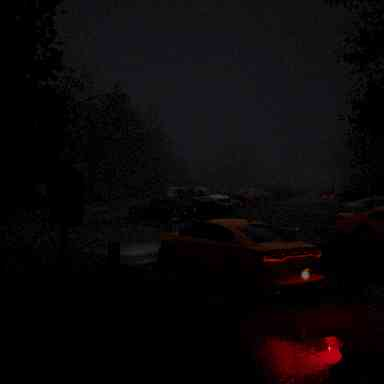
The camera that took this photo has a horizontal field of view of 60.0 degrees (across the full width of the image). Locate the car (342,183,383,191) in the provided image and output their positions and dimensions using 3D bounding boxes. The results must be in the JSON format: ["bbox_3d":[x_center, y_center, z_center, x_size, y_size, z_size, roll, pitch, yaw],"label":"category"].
[{"bbox_3d":[15.842,0.489,29.023,5.566,2.045,2.435,1,3,25],"label":"car"}]

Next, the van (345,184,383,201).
[{"bbox_3d":[21.561,0.024,41.605,4.442,1.987,1.878,1,2,25],"label":"van"}]

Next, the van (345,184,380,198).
[{"bbox_3d":[25.071,-0.224,49.151,4.442,1.987,1.878,1,2,25],"label":"van"}]

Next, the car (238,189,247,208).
[{"bbox_3d":[1.797,0.754,29.492,5.366,1.575,1.946,1,3,25],"label":"car"}]

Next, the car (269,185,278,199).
[{"bbox_3d":[7.661,0.234,42.059,5.366,1.575,1.946,1,2,25],"label":"car"}]

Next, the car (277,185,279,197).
[{"bbox_3d":[8.657,0.142,44.647,4.892,1.521,2.231,1,2,25],"label":"car"}]

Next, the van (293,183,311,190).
[{"bbox_3d":[29.667,-1.487,89.941,4.442,1.987,1.878,1,1,25],"label":"van"}]

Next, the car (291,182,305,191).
[{"bbox_3d":[20.226,-0.688,69.871,5.366,1.575,1.946,1,2,25],"label":"car"}]

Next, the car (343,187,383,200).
[{"bbox_3d":[22.841,0.166,44.088,5.008,1.535,2.097,1,2,25],"label":"car"}]

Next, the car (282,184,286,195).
[{"bbox_3d":[11.036,-0.001,49.662,4.792,1.488,2.163,1,2,25],"label":"car"}]

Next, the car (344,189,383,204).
[{"bbox_3d":[19.407,0.457,36.673,4.792,1.488,2.163,1,2,25],"label":"car"}]

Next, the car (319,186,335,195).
[{"bbox_3d":[23.716,-0.267,57.658,2.128,1.511,4.902,1,2,25],"label":"car"}]

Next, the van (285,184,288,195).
[{"bbox_3d":[12.289,-0.336,52.132,4.442,1.987,1.878,1,2,25],"label":"van"}]

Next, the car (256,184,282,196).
[{"bbox_3d":[9.866,-0.072,47.144,4.553,1.767,2.185,1,2,25],"label":"car"}]

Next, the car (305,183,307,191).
[{"bbox_3d":[22.712,-0.971,74.832,4.553,1.767,2.185,1,2,25],"label":"car"}]

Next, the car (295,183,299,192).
[{"bbox_3d":[16.707,-0.444,62.327,5.366,1.575,1.946,1,2,25],"label":"car"}]

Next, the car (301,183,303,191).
[{"bbox_3d":[19.215,-0.600,67.281,4.892,1.521,2.231,1,2,25],"label":"car"}]

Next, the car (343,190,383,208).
[{"bbox_3d":[16.961,0.663,31.567,4.792,1.488,2.163,1,3,25],"label":"car"}]

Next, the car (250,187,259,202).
[{"bbox_3d":[3.807,0.537,34.676,5.366,1.575,1.946,1,3,25],"label":"car"}]

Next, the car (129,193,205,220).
[{"bbox_3d":[-1.917,1.100,22.042,4.792,1.488,2.163,1,3,25],"label":"car"}]

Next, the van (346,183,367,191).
[{"bbox_3d":[39.175,-1.203,79.384,4.442,1.987,1.878,1,2,25],"label":"van"}]

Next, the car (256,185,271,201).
[{"bbox_3d":[6.204,0.324,39.813,5.366,1.575,1.946,1,3,25],"label":"car"}]

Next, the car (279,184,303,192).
[{"bbox_3d":[21.539,-0.890,72.317,4.553,1.767,2.185,1,2,25],"label":"car"}]

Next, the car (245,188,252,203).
[{"bbox_3d":[2.808,0.650,32.082,4.892,1.521,2.231,1,3,25],"label":"car"}]

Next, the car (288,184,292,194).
[{"bbox_3d":[13.329,-0.164,54.717,4.792,1.488,2.163,1,2,25],"label":"car"}]

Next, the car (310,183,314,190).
[{"bbox_3d":[27.459,-1.422,84.862,5.566,2.045,2.435,1,2,25],"label":"car"}]

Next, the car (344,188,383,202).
[{"bbox_3d":[20.522,0.368,39.063,4.792,1.488,2.163,1,2,25],"label":"car"}]

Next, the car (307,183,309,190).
[{"bbox_3d":[23.909,-0.927,77.340,5.008,1.535,2.097,1,2,25],"label":"car"}]

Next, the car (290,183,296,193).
[{"bbox_3d":[15.675,-0.327,59.747,4.792,1.488,2.163,1,2,25],"label":"car"}]

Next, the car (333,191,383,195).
[{"bbox_3d":[13.308,0.944,24.108,5.366,1.575,1.946,1,3,25],"label":"car"}]

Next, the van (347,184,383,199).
[{"bbox_3d":[24.112,-0.139,46.543,4.442,1.987,1.878,1,2,25],"label":"van"}]

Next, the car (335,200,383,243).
[{"bbox_3d":[8.841,1.366,14.109,5.008,1.535,2.097,1,3,25],"label":"car"}]

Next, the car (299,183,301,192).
[{"bbox_3d":[18.054,-0.518,64.760,4.892,1.521,2.231,1,2,25],"label":"car"}]

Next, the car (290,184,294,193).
[{"bbox_3d":[14.502,-0.246,57.232,4.792,1.488,2.163,1,2,25],"label":"car"}]

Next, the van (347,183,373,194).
[{"bbox_3d":[32.360,-0.712,64.223,4.442,1.987,1.878,1,2,25],"label":"van"}]

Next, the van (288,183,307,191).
[{"bbox_3d":[26.154,-1.317,82.409,4.442,1.987,1.878,1,2,25],"label":"van"}]

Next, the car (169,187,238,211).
[{"bbox_3d":[0.481,0.609,27.034,5.566,2.045,2.435,1,3,25],"label":"car"}]

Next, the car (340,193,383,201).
[{"bbox_3d":[10.045,1.136,16.599,4.553,1.767,2.185,1,3,25],"label":"car"}]

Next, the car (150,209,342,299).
[{"bbox_3d":[0.885,1.407,8.415,1.882,1.535,5.008,2,-1,-31],"label":"car"}]

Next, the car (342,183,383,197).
[{"bbox_3d":[26.322,-0.329,51.621,5.566,2.045,2.435,1,2,25],"label":"car"}]

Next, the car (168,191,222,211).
[{"bbox_3d":[-0.712,0.965,24.540,5.008,1.535,2.097,1,3,25],"label":"car"}]
